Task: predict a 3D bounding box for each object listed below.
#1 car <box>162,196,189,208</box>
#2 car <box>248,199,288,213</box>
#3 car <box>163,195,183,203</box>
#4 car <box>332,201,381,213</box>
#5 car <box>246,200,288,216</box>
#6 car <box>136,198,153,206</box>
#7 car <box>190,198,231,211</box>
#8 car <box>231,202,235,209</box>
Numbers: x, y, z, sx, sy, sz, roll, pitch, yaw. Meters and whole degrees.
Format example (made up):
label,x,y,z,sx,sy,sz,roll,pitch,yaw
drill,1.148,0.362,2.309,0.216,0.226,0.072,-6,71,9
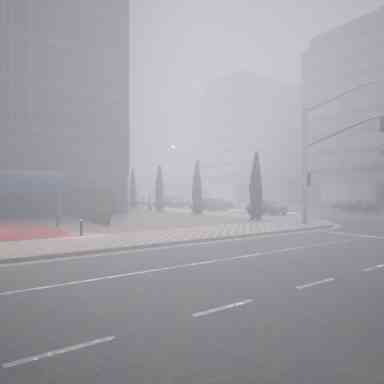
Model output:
label,x,y,z,sx,sy,sz,roll,pitch,yaw
car,-2.959,1.352,48.452,2.097,1.767,4.553,0,0,-35
car,8.604,1.564,37.981,1.994,1.385,4.181,0,0,-35
car,-3.959,1.477,68.570,1.882,1.535,5.008,0,0,-35
car,18.080,1.601,36.787,1.895,1.301,4.718,0,0,-34
car,7.457,1.526,33.507,1.812,1.442,4.674,0,0,-37
car,-8.528,1.601,56.490,1.895,1.301,4.718,0,0,-34
car,2.210,1.505,41.029,1.837,1.490,4.892,0,0,-35
car,3.798,1.564,44.873,1.994,1.385,4.181,0,0,-35
